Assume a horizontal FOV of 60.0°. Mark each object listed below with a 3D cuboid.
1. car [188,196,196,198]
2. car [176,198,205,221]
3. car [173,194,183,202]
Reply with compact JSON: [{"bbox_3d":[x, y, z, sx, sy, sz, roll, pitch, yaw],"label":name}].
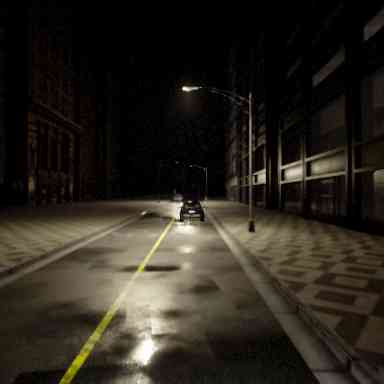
[{"bbox_3d":[-0.004,1.388,54.440,2.097,1.767,4.553,0,0,0],"label":"car"},{"bbox_3d":[0.008,1.536,27.080,2.033,1.649,4.856,0,0,0],"label":"car"},{"bbox_3d":[-3.006,1.293,71.478,2.097,1.767,4.553,0,0,0],"label":"car"}]
